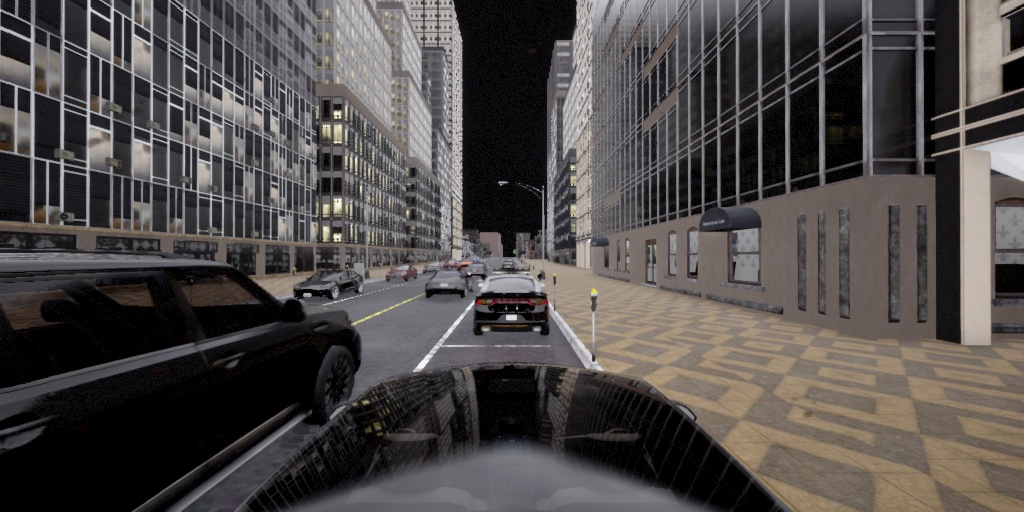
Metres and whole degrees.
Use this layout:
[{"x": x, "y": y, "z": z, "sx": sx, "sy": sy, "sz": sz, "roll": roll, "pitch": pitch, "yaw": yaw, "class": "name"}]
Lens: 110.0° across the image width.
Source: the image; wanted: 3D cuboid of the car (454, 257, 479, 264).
[{"x": -6.170, "y": 1.081, "z": 48.762, "sx": 2.097, "sy": 1.767, "sz": 4.553, "roll": 0, "pitch": 0, "yaw": 1, "class": "car"}]

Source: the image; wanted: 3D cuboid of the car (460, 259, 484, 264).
[{"x": -3.135, "y": 1.288, "z": 32.655, "sx": 2.033, "sy": 1.411, "sz": 5.357, "roll": 0, "pitch": 0, "yaw": 0, "class": "car"}]

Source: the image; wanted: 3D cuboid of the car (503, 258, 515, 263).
[{"x": -0.455, "y": 1.298, "z": 46.099, "sx": 1.948, "sy": 1.339, "sz": 4.313, "roll": 0, "pitch": 0, "yaw": 0, "class": "car"}]

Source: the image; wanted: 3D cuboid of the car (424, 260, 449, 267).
[{"x": -8.836, "y": 1.286, "z": 40.419, "sx": 2.007, "sy": 1.370, "sz": 4.403, "roll": 0, "pitch": 0, "yaw": 0, "class": "car"}]

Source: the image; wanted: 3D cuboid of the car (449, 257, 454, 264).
[{"x": -8.836, "y": 1.273, "z": 51.803, "sx": 1.888, "sy": 1.381, "sz": 4.507, "roll": 0, "pitch": 0, "yaw": 0, "class": "car"}]

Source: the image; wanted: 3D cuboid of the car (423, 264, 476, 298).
[{"x": -3.125, "y": 1.312, "z": 18.607, "sx": 1.994, "sy": 1.385, "sz": 4.181, "roll": 0, "pitch": 0, "yaw": 1, "class": "car"}]

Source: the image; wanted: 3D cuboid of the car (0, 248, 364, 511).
[{"x": -3.146, "y": 0.974, "z": 2.564, "sx": 2.150, "sy": 2.045, "sz": 5.566, "roll": 0, "pitch": 0, "yaw": 0, "class": "car"}]

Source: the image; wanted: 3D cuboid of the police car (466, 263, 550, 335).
[{"x": -0.012, "y": 1.174, "z": 10.609, "sx": 1.930, "sy": 1.638, "sz": 5.238, "roll": 0, "pitch": 0, "yaw": 0, "class": "police car"}]

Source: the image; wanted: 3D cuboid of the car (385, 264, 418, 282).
[{"x": -8.835, "y": 1.325, "z": 29.033, "sx": 1.802, "sy": 1.307, "sz": 4.207, "roll": 0, "pitch": 0, "yaw": 0, "class": "car"}]
